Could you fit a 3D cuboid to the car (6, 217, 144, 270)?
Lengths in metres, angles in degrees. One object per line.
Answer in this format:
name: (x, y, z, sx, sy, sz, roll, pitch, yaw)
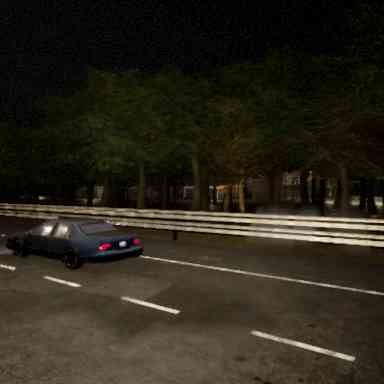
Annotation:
car: (-4.041, 1.549, 11.055, 5.357, 1.411, 2.033, 0, 0, 36)
